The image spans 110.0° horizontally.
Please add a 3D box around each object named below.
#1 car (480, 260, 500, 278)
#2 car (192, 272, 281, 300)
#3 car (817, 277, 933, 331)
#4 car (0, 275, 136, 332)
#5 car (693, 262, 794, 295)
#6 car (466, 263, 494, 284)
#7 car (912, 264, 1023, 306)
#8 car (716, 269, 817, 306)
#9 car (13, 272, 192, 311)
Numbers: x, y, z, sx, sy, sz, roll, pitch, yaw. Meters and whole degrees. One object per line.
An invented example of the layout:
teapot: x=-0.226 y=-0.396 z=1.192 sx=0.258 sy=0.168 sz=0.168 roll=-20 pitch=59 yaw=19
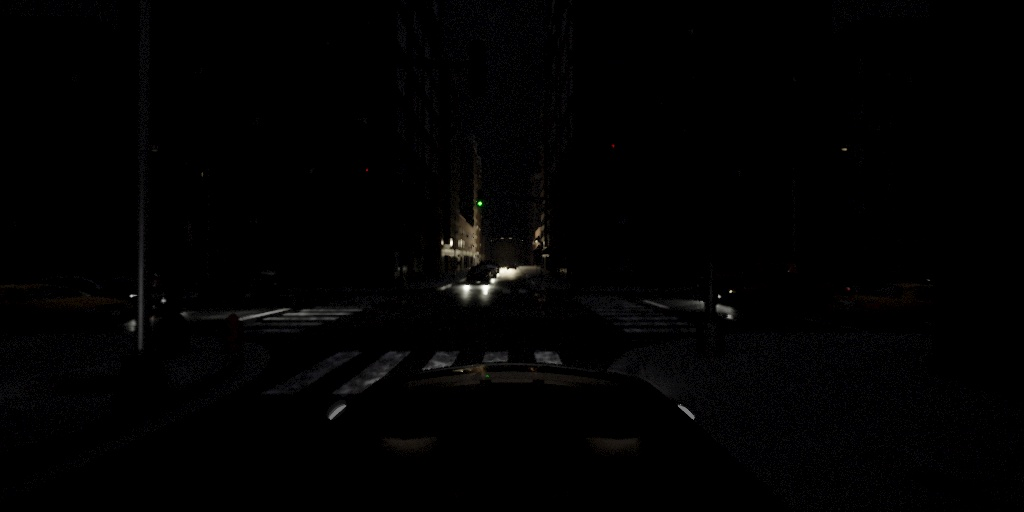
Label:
car: x=-2.908 y=1.474 z=42.517 sx=2.150 sy=2.045 sz=5.566 roll=0 pitch=-1 yaw=0
car: x=-14.556 y=1.527 z=18.887 sx=4.313 sy=1.339 sz=1.948 roll=0 pitch=0 yaw=0
car: x=12.488 y=1.395 z=10.863 sx=4.829 sy=1.417 sz=1.751 roll=0 pitch=0 yaw=0
car: x=-14.395 y=1.422 z=10.862 sx=4.829 sy=1.417 sz=1.751 roll=0 pitch=0 yaw=0
car: x=12.327 y=1.249 z=18.888 sx=5.009 sy=1.841 sz=2.192 roll=0 pitch=0 yaw=0
car: x=-2.894 y=1.602 z=31.806 sx=1.882 sy=1.535 sz=5.008 roll=0 pitch=-1 yaw=0
car: x=21.699 y=1.255 z=16.358 sx=4.553 sy=1.767 sz=2.097 roll=0 pitch=0 yaw=0
car: x=12.145 y=1.461 z=16.321 sx=5.357 sy=1.411 sz=2.033 roll=0 pitch=0 yaw=3
car: x=-15.473 y=1.410 z=13.397 sx=4.902 sy=1.511 sz=2.128 roll=0 pitch=0 yaw=0
